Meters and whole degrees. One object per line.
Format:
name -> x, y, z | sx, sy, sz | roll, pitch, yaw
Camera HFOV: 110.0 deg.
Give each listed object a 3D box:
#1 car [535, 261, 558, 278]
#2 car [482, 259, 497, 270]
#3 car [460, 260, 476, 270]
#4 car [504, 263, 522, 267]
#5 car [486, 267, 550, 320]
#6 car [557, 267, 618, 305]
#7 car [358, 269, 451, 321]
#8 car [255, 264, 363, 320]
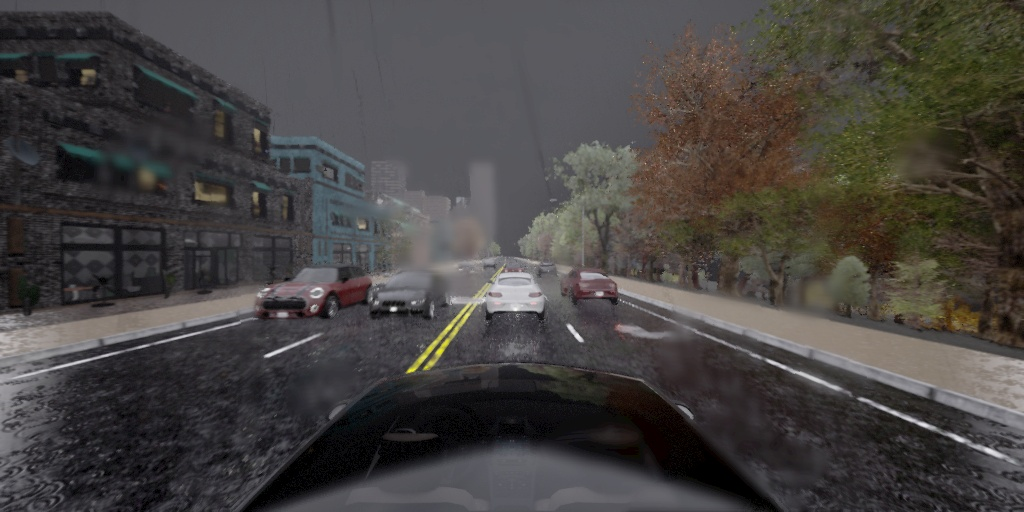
car -> 3.350, 1.225, 34.240 | 2.128, 1.511, 4.902 | 0, 0, 0
car -> -3.319, 1.201, 53.575 | 1.882, 1.535, 5.008 | 0, 0, 0
car -> -6.569, 1.324, 53.698 | 1.895, 1.301, 4.718 | 0, 0, 0
car -> 0.100, 1.335, 33.254 | 1.895, 1.301, 4.718 | 0, 0, 0
car -> 0.100, 1.270, 12.541 | 1.812, 1.442, 4.674 | 0, 0, 0
car -> 3.336, 1.269, 15.946 | 1.812, 1.442, 4.674 | 0, 0, 0
car -> -3.350, 1.249, 12.558 | 1.837, 1.490, 4.892 | 0, 0, 0
car -> -6.599, 1.096, 12.558 | 2.097, 1.767, 4.553 | 0, 0, 0
